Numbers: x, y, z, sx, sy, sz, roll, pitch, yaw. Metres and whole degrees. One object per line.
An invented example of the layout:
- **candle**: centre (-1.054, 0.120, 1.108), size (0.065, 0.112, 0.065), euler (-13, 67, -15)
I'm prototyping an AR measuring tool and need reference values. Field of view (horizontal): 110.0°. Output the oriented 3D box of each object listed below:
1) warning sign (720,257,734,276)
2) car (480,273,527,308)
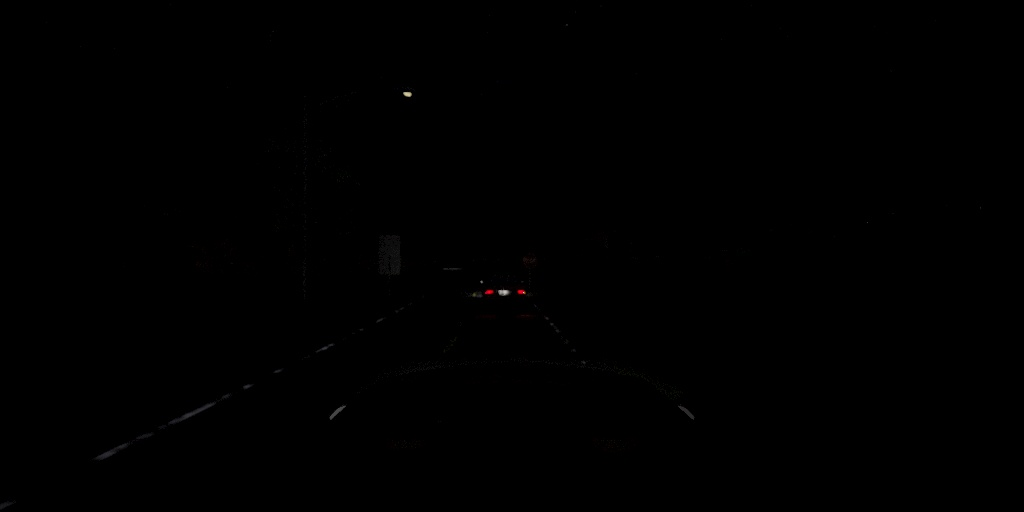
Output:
- **warning sign**: centre (21.049, 1.024, 34.813), size (1.060, 1.860, 1.300), euler (0, 0, -8)
- **car**: centre (-0.417, 1.441, 15.975), size (2.033, 1.411, 5.357), euler (0, -1, -4)
